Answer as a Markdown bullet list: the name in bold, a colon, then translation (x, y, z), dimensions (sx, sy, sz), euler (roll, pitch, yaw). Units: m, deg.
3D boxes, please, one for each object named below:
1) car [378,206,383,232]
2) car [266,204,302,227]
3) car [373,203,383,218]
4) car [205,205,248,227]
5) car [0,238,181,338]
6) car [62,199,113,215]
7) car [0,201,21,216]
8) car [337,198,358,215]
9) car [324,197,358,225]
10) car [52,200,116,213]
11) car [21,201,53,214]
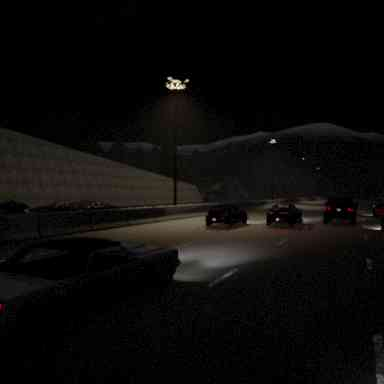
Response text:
- **car**: translation (11.919, 1.715, 18.827), dimensions (1.994, 1.385, 4.181), euler (0, 0, 27)
- **car**: translation (6.758, 1.614, 24.119), dimensions (2.128, 1.511, 4.902), euler (0, 0, 27)
- **car**: translation (19.090, 1.816, 32.920), dimensions (1.994, 1.385, 4.181), euler (0, 0, 27)
- **car**: translation (2.485, 1.611, 23.439), dimensions (1.812, 1.442, 4.674), euler (0, 0, 27)
- **car**: translation (-2.083, 1.600, 6.745), dimensions (1.895, 1.301, 4.718), euler (0, 0, 27)
- **car**: translation (-11.116, 1.552, 35.738), dimensions (2.033, 1.411, 5.357), euler (0, 0, 27)
- **car**: translation (-17.342, 1.503, 31.219), dimensions (1.994, 1.385, 4.181), euler (0, 0, 27)
- **car**: translation (18.288, 1.614, 39.060), dimensions (2.097, 1.767, 4.553), euler (0, 0, 27)
- **car**: translation (11.736, 1.394, 26.187), dimensions (2.150, 2.045, 5.566), euler (0, 0, 27)
- **car**: translation (-8.065, 1.495, 26.295), dimensions (2.128, 1.511, 4.902), euler (0, 0, 27)
- **car**: translation (-11.185, 1.473, 27.884), dimensions (2.128, 1.511, 4.902), euler (0, 0, 27)
